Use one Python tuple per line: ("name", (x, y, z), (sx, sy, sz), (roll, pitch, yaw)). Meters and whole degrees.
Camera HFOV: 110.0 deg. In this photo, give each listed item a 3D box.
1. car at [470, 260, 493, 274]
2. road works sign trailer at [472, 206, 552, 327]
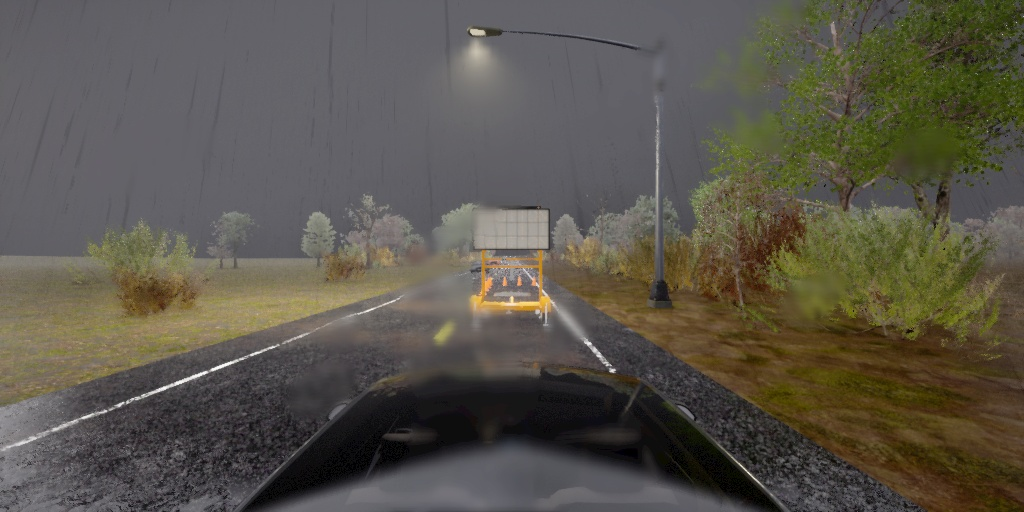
("car", (-3.593, 1.291, 40.665), (1.994, 1.385, 4.181), (0, 0, 0))
("road works sign trailer", (0.002, 0.214, 11.529), (2.380, 3.560, 2.880), (0, 0, 0))
